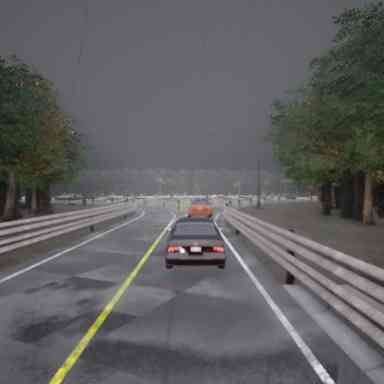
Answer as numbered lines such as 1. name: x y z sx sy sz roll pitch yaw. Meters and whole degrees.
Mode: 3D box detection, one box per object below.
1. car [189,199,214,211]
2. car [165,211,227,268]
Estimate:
1. car: 0.921 1.471 31.183 2.097 1.767 4.553 0 0 6
2. car: 0.102 1.592 11.394 2.033 1.411 5.357 0 0 0
